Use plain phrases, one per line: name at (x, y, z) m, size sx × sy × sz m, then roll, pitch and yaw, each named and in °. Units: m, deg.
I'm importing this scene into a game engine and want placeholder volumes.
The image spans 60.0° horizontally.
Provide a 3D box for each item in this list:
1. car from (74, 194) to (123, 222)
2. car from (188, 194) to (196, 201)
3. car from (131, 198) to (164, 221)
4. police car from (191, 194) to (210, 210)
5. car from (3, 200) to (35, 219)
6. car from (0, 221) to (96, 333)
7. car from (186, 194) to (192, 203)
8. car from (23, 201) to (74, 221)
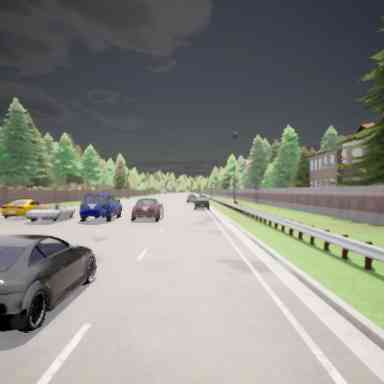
car at (-6.910, 1.141, 25.698) m, size 2.150 × 2.045 × 5.566 m, roll 0°, pitch 0°, yaw 0°
car at (-0.021, 1.176, 75.854) m, size 1.837 × 1.490 × 4.892 m, roll 0°, pitch 0°, yaw 0°
car at (-3.411, 1.270, 26.302) m, size 2.097 × 1.767 × 4.553 m, roll 0°, pitch 0°, yaw 0°
police car at (1.213, 1.297, 41.338) m, size 1.930 × 1.638 × 5.238 m, roll 0°, pitch 0°, yaw 0°
car at (-13.910, 1.390, 28.141) m, size 1.882 × 1.535 × 5.008 m, roll 0°, pitch 0°, yaw 0°
car at (-3.411, 1.543, 6.765) m, size 1.994 × 1.385 × 4.181 m, roll 0°, pitch 0°, yaw 0°
car at (-0.017, 1.375, 60.878) m, size 1.994 × 1.385 × 4.181 m, roll 0°, pitch 0°, yaw 0°
car at (-10.410, 1.523, 24.982) m, size 1.895 × 1.301 × 4.718 m, roll 0°, pitch 0°, yaw 0°
